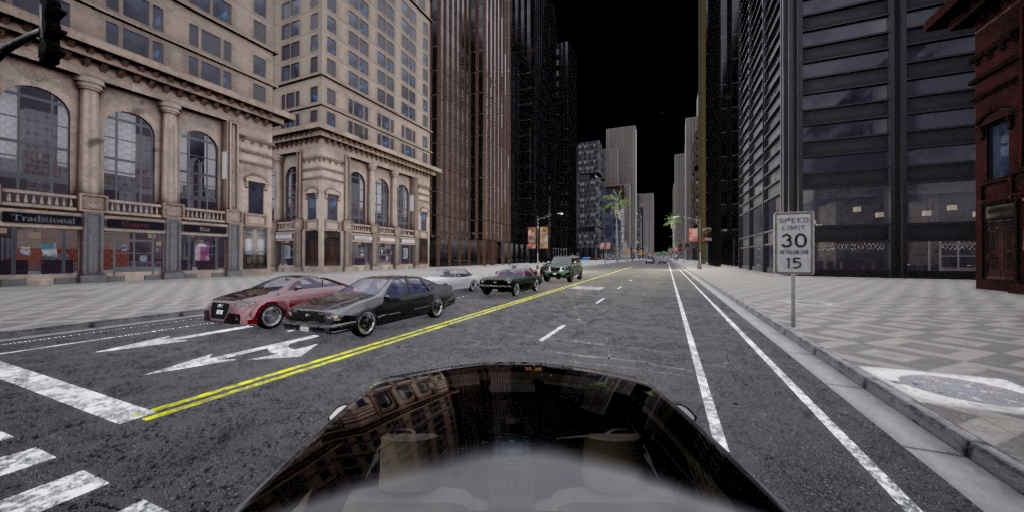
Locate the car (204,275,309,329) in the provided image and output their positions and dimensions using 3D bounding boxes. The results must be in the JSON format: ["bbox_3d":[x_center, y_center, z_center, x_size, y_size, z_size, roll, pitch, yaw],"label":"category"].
[{"bbox_3d":[-7.007,1.316,11.394,1.994,1.385,4.181,0,0,24],"label":"car"}]

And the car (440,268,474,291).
[{"bbox_3d":[-3.541,1.357,19.441,1.895,1.301,4.718,0,0,23],"label":"car"}]

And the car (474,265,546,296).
[{"bbox_3d":[0.045,1.358,19.546,1.895,1.301,4.718,0,0,24],"label":"car"}]

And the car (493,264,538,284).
[{"bbox_3d":[0.406,1.365,28.587,1.895,1.301,4.718,0,0,24],"label":"car"}]

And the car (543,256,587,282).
[{"bbox_3d":[4.285,0.987,29.366,2.150,2.045,5.566,0,0,23],"label":"car"}]

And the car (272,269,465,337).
[{"bbox_3d":[-3.754,1.299,10.742,2.033,1.411,5.357,0,0,23],"label":"car"}]

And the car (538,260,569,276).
[{"bbox_3d":[4.483,1.251,37.943,1.882,1.535,5.008,0,0,24],"label":"car"}]
